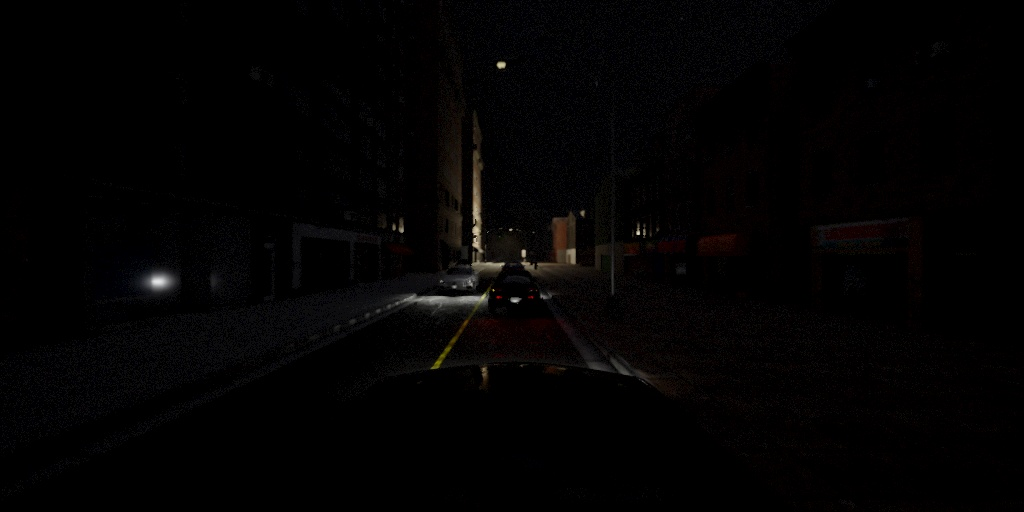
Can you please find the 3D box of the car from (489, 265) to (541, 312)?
[{"bbox_3d":[0.101,1.265,14.023,1.812,1.442,4.674,0,0,0],"label":"car"}]

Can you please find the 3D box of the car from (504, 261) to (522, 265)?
[{"bbox_3d":[0.093,1.186,30.096,1.882,1.535,5.008,0,0,0],"label":"car"}]

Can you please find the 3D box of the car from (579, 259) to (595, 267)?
[{"bbox_3d":[13.894,1.212,61.081,4.829,1.417,1.751,0,0,0],"label":"car"}]

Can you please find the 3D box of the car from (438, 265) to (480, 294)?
[{"bbox_3d":[-2.846,1.254,20.069,1.812,1.442,4.674,0,0,0],"label":"car"}]
